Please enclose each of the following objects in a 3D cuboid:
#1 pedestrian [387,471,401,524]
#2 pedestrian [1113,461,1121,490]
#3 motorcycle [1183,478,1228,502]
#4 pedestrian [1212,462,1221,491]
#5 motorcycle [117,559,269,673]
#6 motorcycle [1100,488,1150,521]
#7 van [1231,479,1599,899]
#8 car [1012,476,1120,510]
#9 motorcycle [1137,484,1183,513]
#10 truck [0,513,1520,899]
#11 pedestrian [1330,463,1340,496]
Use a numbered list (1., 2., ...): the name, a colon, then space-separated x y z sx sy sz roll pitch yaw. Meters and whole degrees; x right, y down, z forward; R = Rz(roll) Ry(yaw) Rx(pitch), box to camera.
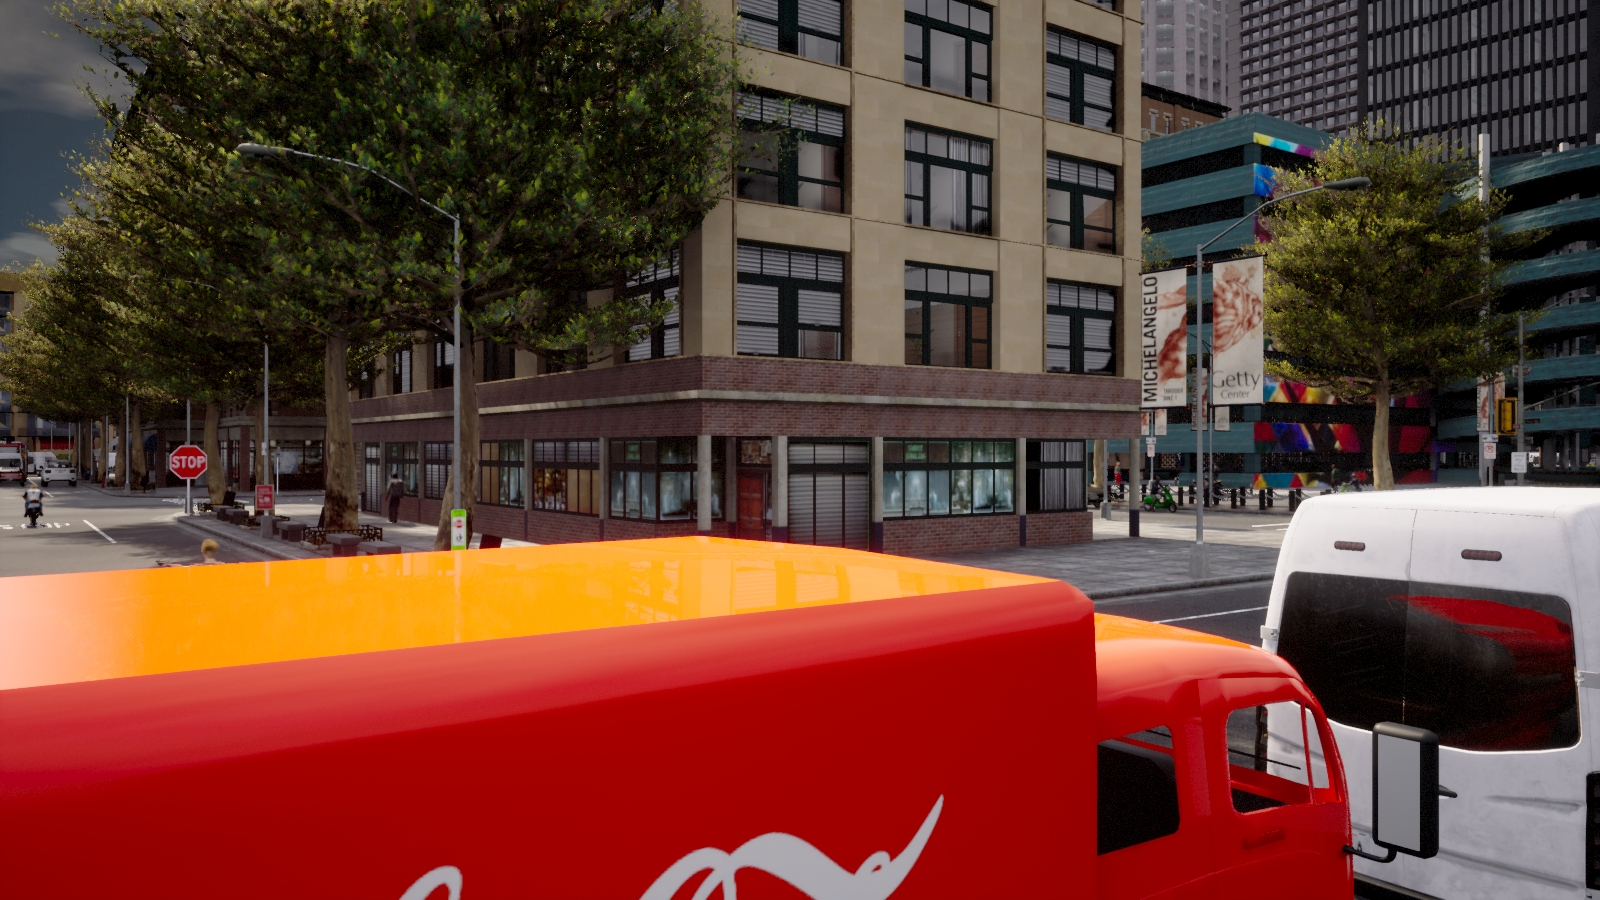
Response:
1. pedestrian: -14.557 1.691 40.966 0.375 1.860 0.375 0 0 -36
2. pedestrian: 20.858 1.674 75.268 0.375 1.860 0.375 0 0 -43
3. motorcycle: 22.189 2.184 62.524 0.867 1.251 2.209 0 0 -35
4. pedestrian: 26.254 1.673 72.047 0.375 1.860 0.375 0 0 -27
5. motorcycle: -8.139 2.168 15.277 2.356 1.277 0.764 0 -2 35
6. motorcycle: 13.085 2.168 46.019 0.856 1.236 1.805 0 0 -37
7. van: 5.568 1.531 7.705 5.915 2.561 1.988 0 0 -35
8. car: 12.913 2.045 55.772 2.231 1.480 4.892 0 0 -35
9. motorcycle: 16.126 2.166 51.225 0.856 1.236 1.805 0 0 -35
10. truck: -0.425 1.567 3.494 5.204 2.467 2.627 0 0 -35
11. pedestrian: 30.407 1.673 64.926 0.375 1.860 0.375 0 0 -22
